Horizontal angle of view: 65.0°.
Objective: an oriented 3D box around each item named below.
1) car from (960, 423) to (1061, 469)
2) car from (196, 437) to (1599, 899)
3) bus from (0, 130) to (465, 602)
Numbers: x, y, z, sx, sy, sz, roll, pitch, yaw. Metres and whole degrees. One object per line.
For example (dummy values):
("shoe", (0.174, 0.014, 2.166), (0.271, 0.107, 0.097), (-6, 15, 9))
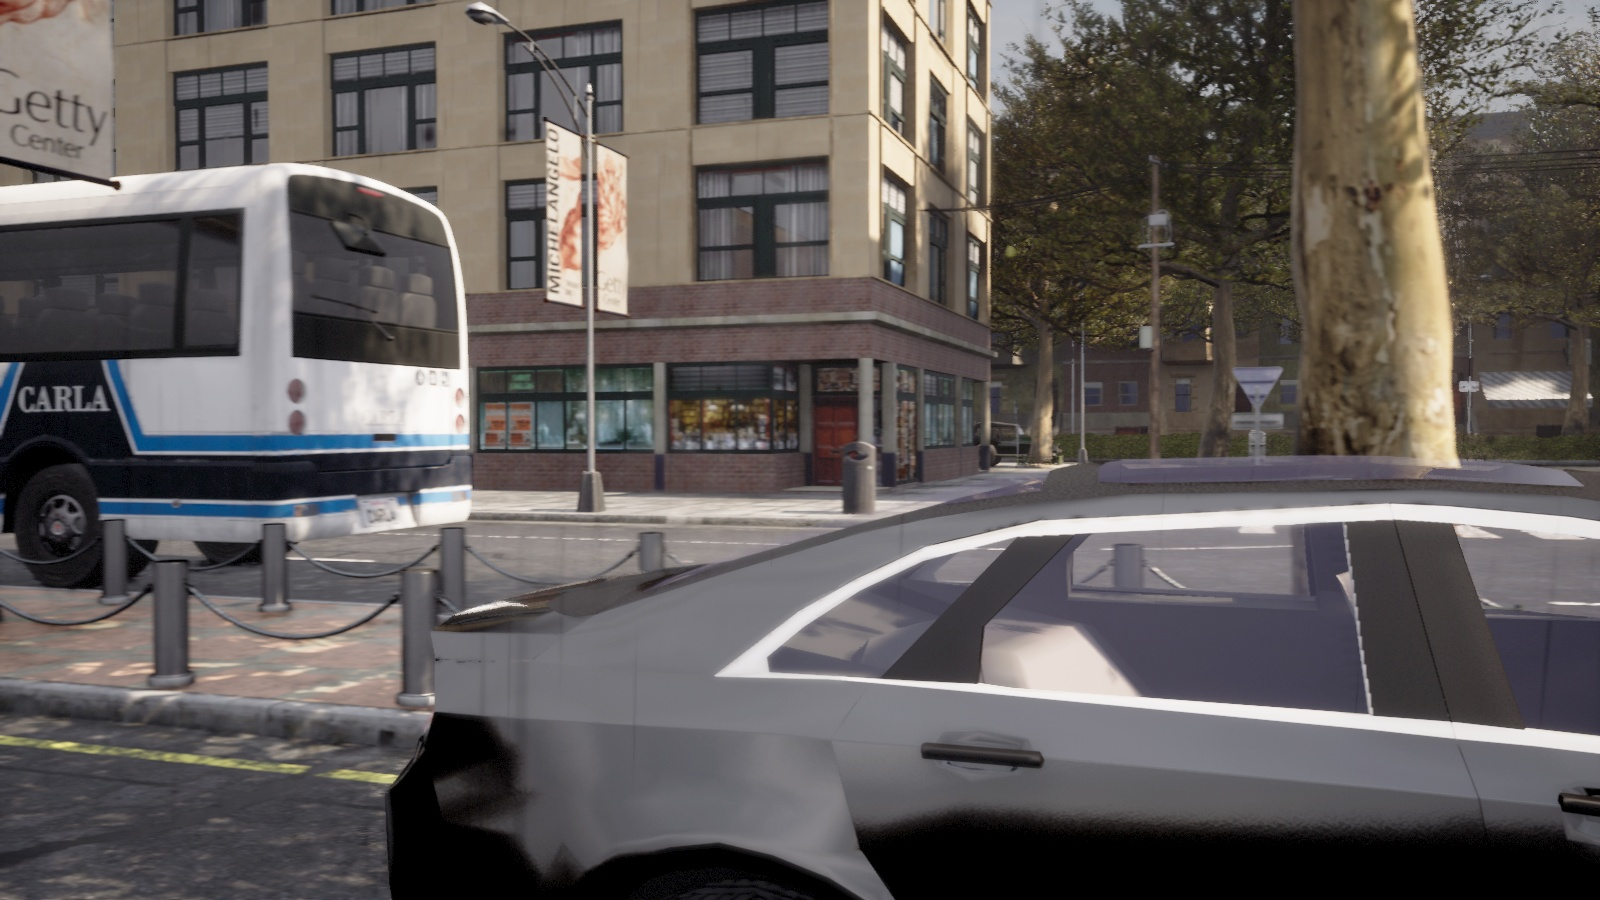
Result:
("car", (8.807, -0.184, 52.421), (3.866, 1.878, 1.905), (1, 1, 19))
("car", (1.477, 0.745, 2.696), (4.902, 1.511, 2.128), (1, 1, 19))
("bus", (-9.518, -0.823, 14.816), (10.273, 4.253, 3.944), (1, 1, 19))
